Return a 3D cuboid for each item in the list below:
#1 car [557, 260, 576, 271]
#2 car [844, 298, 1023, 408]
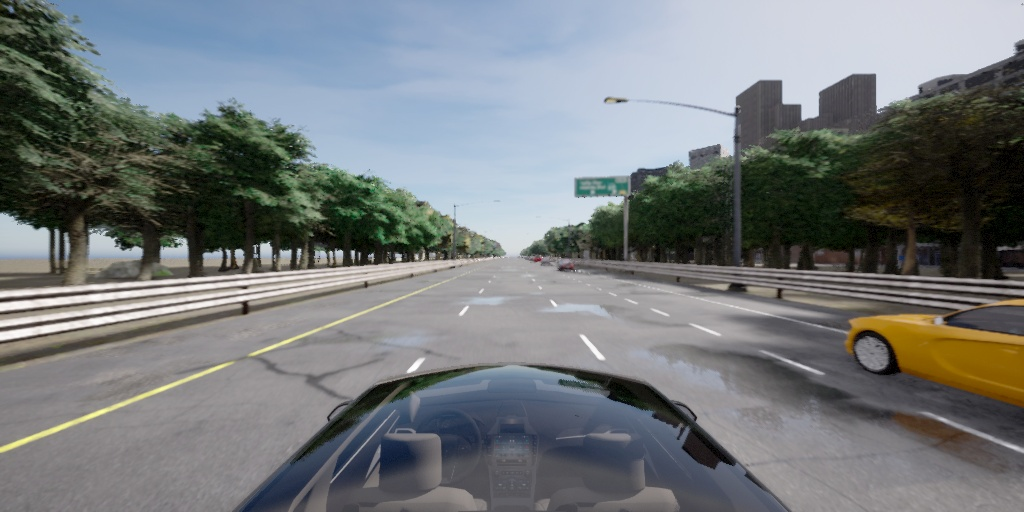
[{"bbox_3d":[7.078,1.256,47.501,1.812,1.442,4.674,0,0,0],"label":"car"},{"bbox_3d":[6.999,1.245,4.451,1.882,1.535,5.008,0,0,0],"label":"car"}]
